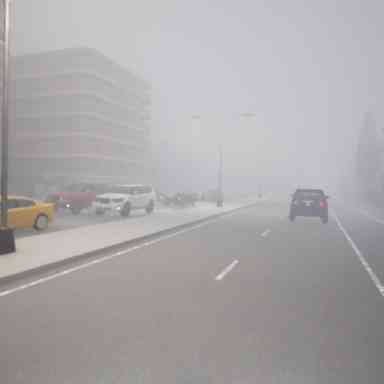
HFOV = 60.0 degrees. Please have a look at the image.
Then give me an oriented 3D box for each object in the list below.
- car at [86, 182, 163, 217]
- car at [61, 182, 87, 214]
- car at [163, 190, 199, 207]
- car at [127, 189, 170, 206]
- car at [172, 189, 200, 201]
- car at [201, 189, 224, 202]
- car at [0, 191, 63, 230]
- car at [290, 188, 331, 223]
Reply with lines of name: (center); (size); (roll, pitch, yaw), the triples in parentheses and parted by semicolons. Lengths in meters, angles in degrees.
car: (-4.380, 0.457, 22.607); (2.150, 2.045, 5.566); (2, 2, 20)
car: (-7.756, 0.341, 23.574); (2.150, 2.045, 5.566); (2, 2, 20)
car: (-1.033, 0.663, 31.724); (1.895, 1.301, 4.718); (2, 2, 20)
car: (-4.214, 0.485, 33.195); (2.033, 1.411, 5.357); (2, 2, 20)
car: (-0.730, 0.362, 42.557); (1.895, 1.301, 4.718); (2, 2, 21)
car: (2.590, 0.369, 41.435); (2.128, 1.511, 4.902); (2, 2, 21)
car: (-7.815, 0.889, 13.319); (1.882, 1.535, 5.008); (2, 2, 20)
car: (7.780, 0.797, 22.085); (2.150, 2.045, 5.566); (2, 2, 20)
